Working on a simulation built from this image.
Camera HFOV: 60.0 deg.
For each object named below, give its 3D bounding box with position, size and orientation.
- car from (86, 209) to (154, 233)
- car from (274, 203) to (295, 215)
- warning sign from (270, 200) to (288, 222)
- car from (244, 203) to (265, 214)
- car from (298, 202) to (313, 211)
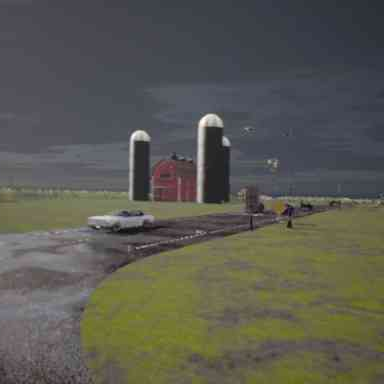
[{"bbox_3d":[-4.520,1.787,21.613,1.895,1.301,4.718,1,0,29],"label":"car"},{"bbox_3d":[12.458,2.272,44.942,1.812,1.442,4.674,1,-1,29],"label":"car"},{"bbox_3d":[7.511,1.621,28.674,1.300,1.860,1.060,1,0,29],"label":"warning sign"},{"bbox_3d":[8.589,2.171,45.475,1.837,1.490,4.892,1,-1,29],"label":"car"},{"bbox_3d":[20.176,2.536,59.001,2.128,1.511,4.902,1,-1,28],"label":"car"}]
